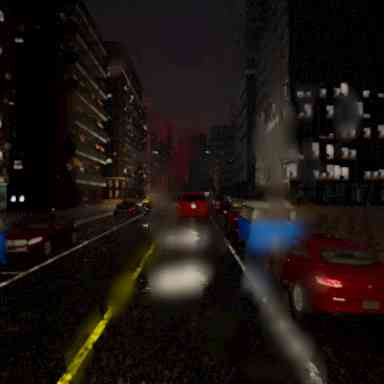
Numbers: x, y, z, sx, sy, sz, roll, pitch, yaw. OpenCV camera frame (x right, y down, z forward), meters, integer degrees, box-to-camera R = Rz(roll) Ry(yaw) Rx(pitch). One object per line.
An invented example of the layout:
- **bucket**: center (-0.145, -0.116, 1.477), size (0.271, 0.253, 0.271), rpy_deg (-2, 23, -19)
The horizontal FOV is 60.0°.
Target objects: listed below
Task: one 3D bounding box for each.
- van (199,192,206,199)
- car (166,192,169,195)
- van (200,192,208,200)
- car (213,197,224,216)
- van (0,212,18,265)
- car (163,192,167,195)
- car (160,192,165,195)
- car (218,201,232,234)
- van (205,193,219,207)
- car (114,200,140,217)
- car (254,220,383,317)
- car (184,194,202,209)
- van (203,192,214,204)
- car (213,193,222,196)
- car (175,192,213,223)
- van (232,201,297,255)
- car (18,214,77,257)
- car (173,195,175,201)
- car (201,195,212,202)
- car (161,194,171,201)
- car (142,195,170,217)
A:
- **van**: center (2.728, 0.792, 89.385), size (1.690, 1.788, 3.998), rpy_deg (1, 0, 0)
- **car**: center (-5.656, 0.901, 67.336), size (2.192, 1.841, 5.009), rpy_deg (1, 0, 0)
- **van**: center (2.726, 0.860, 78.368), size (1.690, 1.788, 3.998), rpy_deg (1, 0, 0)
- **car**: center (2.711, 1.401, 29.279), size (1.802, 1.307, 4.206), rpy_deg (1, 0, 0)
- **van**: center (-5.636, 1.298, 6.989), size (1.690, 1.788, 3.998), rpy_deg (1, 0, 0)
- **car**: center (-5.662, 1.180, 56.145), size (1.752, 1.417, 4.829), rpy_deg (1, 0, 0)
- **car**: center (-5.664, 1.214, 50.635), size (1.752, 1.417, 4.829), rpy_deg (1, 0, 0)
- **car**: center (2.709, 1.432, 18.184), size (1.887, 1.381, 4.507), rpy_deg (1, 0, 0)
- **van**: center (2.719, 1.062, 45.321), size (1.690, 1.788, 3.998), rpy_deg (1, 0, 0)
- **car**: center (-5.637, 1.402, 29.178), size (1.802, 1.307, 4.206), rpy_deg (1, 0, 0)
- **car**: center (2.706, 1.538, 7.089), size (1.802, 1.307, 4.206), rpy_deg (1, 0, 0)
- **car**: center (0.110, 1.096, 41.324), size (2.097, 1.767, 4.553), rpy_deg (0, 0, 0)
- **van**: center (2.721, 0.994, 56.337), size (1.690, 1.788, 3.998), rpy_deg (1, 0, 0)
- **car**: center (2.718, 1.070, 39.813), size (2.192, 1.841, 5.009), rpy_deg (1, 0, 0)
- **car**: center (0.105, 1.065, 24.354), size (2.150, 2.045, 5.566), rpy_deg (0, 0, 0)
- **van**: center (2.712, 1.263, 12.635), size (1.690, 1.788, 3.998), rpy_deg (1, 0, 0)
- **car**: center (-5.640, 1.504, 12.538), size (1.802, 1.307, 4.206), rpy_deg (1, 0, 0)
- **car**: center (-2.985, 1.087, 70.105), size (2.033, 1.411, 5.357), rpy_deg (0, 0, 0)
- **car**: center (2.718, 1.202, 61.846), size (1.802, 1.307, 4.206), rpy_deg (1, 0, 0)
- **car**: center (-5.659, 1.097, 72.848), size (1.887, 1.381, 4.507), rpy_deg (1, 0, 0)
- **car**: center (-3.090, 1.322, 29.522), size (1.837, 1.490, 4.892), rpy_deg (0, 0, 0)
